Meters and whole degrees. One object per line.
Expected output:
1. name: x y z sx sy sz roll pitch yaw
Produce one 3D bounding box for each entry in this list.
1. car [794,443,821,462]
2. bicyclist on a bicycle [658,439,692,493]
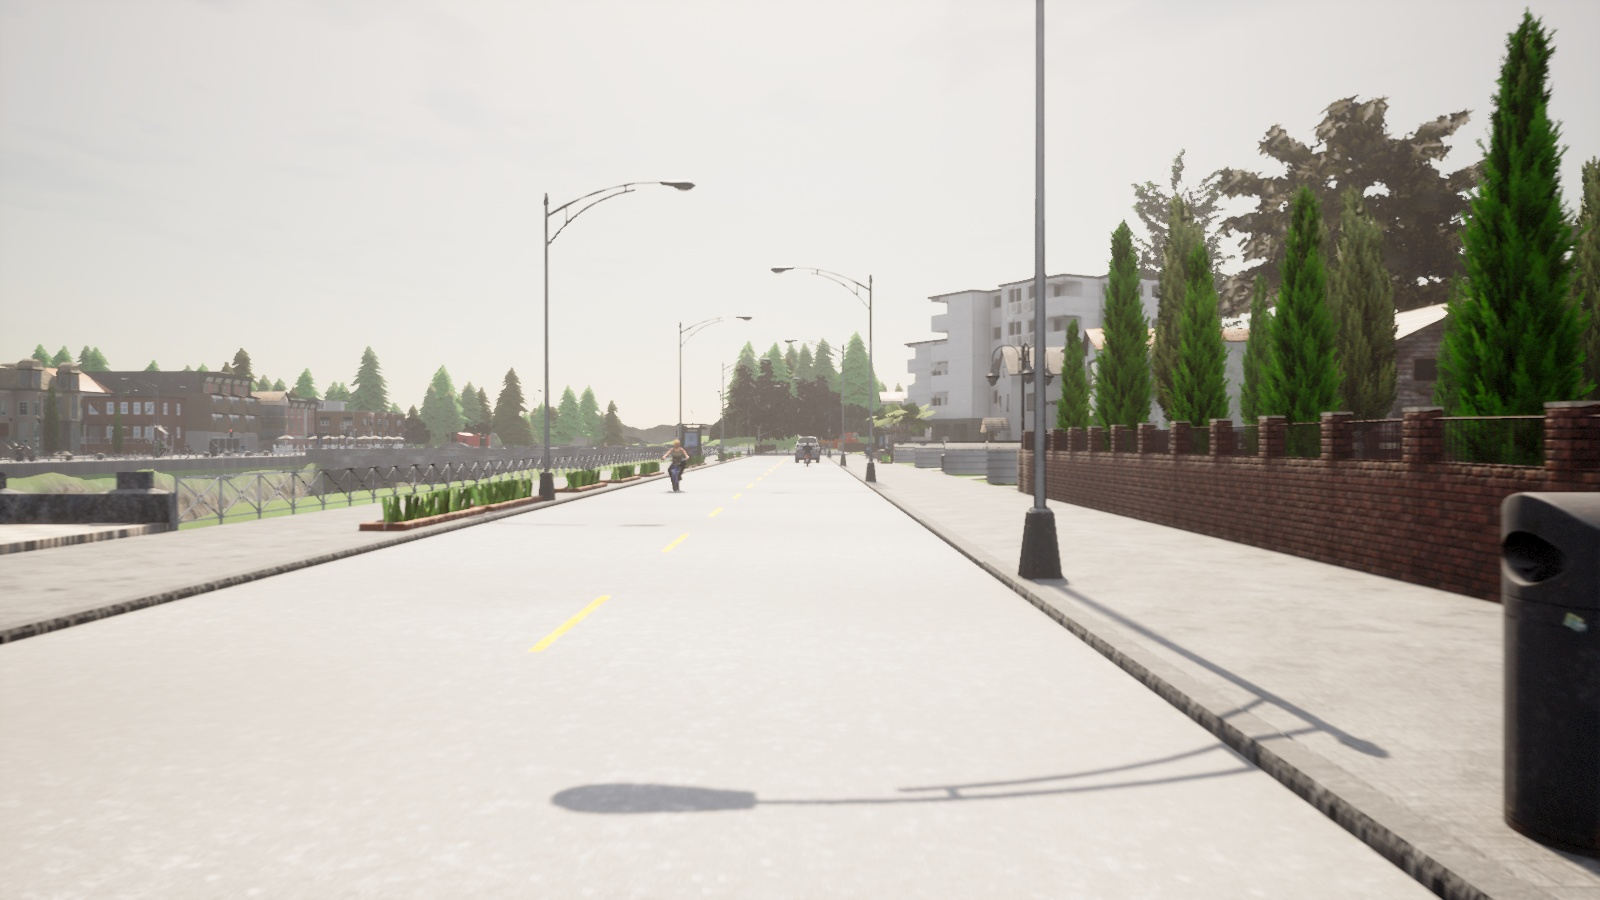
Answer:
1. car: 0.567 0.173 95.722 1.970 1.475 3.806 0 0 0
2. bicyclist on a bicycle: -3.766 0.466 38.038 0.866 1.612 1.509 0 0 0
